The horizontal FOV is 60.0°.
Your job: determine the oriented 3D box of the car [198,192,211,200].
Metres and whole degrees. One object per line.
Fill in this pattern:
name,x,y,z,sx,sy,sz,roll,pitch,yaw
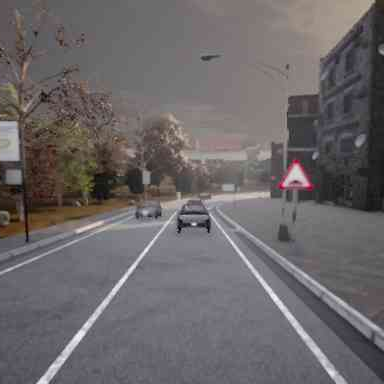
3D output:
car,2.502,0.858,68.009,1.882,1.535,5.008,2,2,20

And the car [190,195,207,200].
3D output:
car,0.485,1.432,40.073,1.837,1.490,4.892,0,0,3

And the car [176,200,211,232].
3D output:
car,0.105,1.455,19.711,2.128,1.511,4.902,0,0,0

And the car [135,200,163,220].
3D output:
car,-3.541,1.440,27.826,2.128,1.511,4.902,0,0,1
